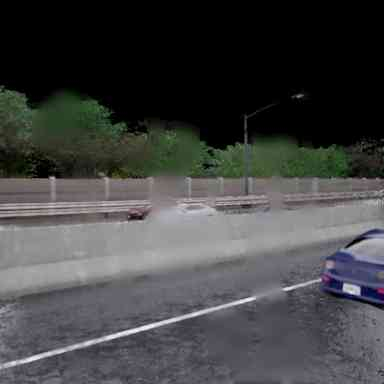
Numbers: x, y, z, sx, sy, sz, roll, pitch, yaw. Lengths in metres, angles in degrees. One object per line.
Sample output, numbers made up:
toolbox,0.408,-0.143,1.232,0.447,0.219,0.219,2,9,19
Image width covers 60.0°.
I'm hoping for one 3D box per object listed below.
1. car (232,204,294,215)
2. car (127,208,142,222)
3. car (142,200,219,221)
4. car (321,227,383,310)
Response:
car,4.580,1.421,20.121,4.718,1.301,1.895,-1,1,-35
car,-2.228,1.360,23.881,5.008,1.535,1.882,-1,1,-35
car,-0.427,1.413,20.861,4.674,1.442,1.812,-1,1,-36
car,4.603,1.468,7.031,4.674,1.442,1.812,-1,0,-36
